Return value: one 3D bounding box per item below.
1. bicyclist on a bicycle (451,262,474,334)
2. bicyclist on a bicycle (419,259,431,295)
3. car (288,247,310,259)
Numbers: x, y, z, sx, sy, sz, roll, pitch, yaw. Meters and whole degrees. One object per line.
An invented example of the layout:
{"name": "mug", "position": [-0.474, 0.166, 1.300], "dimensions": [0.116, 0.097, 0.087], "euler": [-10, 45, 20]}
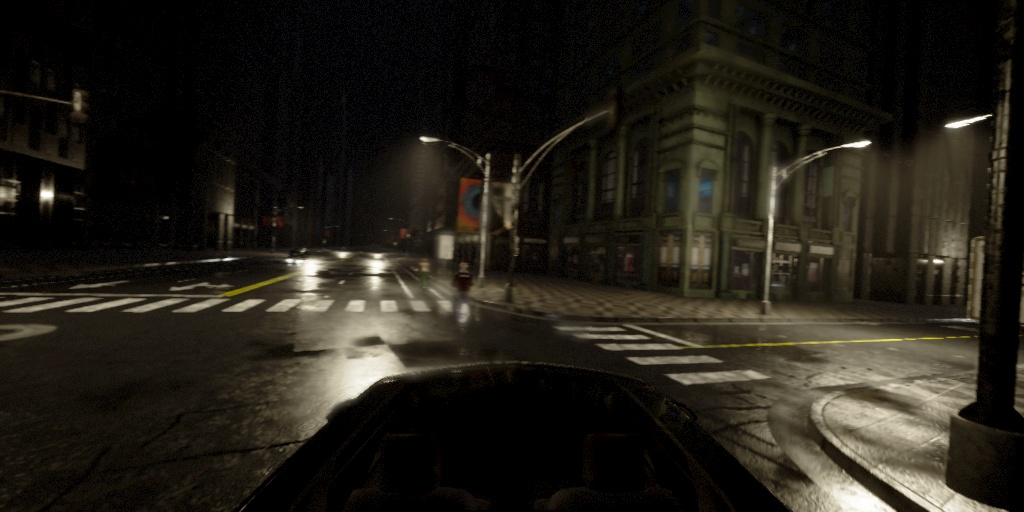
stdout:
{"name": "bicyclist on a bicycle", "position": [-1.362, 1.047, 9.458], "dimensions": [0.659, 1.776, 1.843], "euler": [3, 0, -21]}
{"name": "bicyclist on a bicycle", "position": [-4.052, 0.975, 16.635], "dimensions": [0.582, 1.620, 1.656], "euler": [3, 0, -21]}
{"name": "car", "position": [-28.795, -0.410, 48.596], "dimensions": [2.128, 1.511, 4.902], "euler": [3, 0, -21]}
